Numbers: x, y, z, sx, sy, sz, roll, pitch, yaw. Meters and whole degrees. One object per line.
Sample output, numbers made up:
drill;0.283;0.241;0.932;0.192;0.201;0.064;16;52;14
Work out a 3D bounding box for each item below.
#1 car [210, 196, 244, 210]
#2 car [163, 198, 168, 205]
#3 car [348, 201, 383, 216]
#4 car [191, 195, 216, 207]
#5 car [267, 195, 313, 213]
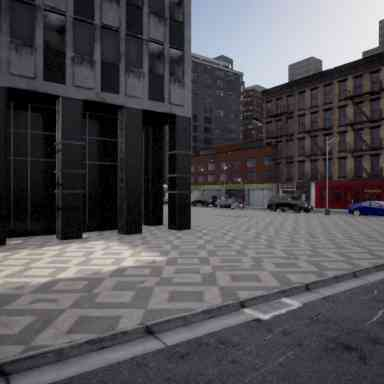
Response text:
car;5.286;1.727;47.076;2.128;1.511;4.902;0;0;-36
car;-4.041;1.844;65.042;1.837;1.490;4.892;0;0;-36
car;17.167;1.577;30.820;1.882;1.535;5.008;0;-1;-37
car;2.175;1.522;56.641;2.150;2.045;5.566;0;0;-36
car;11.320;1.392;38.821;2.150;2.045;5.566;0;-1;-36
